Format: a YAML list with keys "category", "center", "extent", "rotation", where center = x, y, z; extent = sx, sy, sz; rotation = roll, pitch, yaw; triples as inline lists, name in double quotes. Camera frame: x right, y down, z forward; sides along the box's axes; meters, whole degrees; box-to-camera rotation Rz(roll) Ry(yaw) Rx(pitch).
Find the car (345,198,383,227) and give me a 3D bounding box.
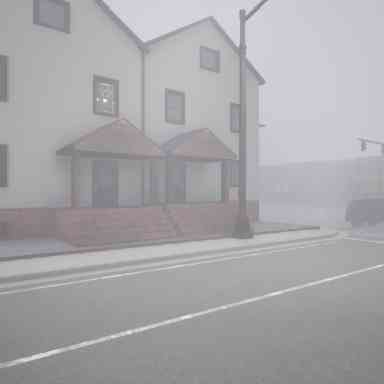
- category: "car"
  center: [13.579, 1.402, 23.468]
  extent: [2.150, 2.045, 5.566]
  rotation: [0, -5, -27]
